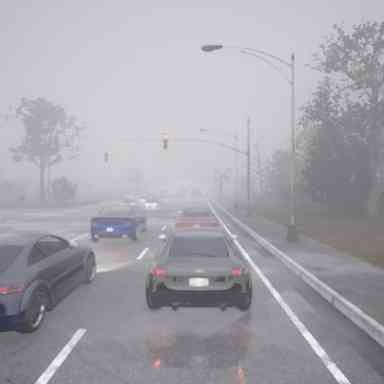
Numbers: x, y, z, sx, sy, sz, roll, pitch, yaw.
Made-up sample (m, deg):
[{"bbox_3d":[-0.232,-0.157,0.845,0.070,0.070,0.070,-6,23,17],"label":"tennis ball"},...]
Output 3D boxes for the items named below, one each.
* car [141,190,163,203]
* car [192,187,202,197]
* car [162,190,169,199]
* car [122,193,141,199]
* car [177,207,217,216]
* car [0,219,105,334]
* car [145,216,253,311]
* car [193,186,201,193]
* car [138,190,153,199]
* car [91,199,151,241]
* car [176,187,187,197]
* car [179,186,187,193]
[{"bbox_3d":[-6.339,0.909,53.302,2.128,1.511,4.902,0,1,1],"label":"car"},{"bbox_3d":[1.085,0.041,73.980,2.097,1.767,4.553,0,4,1],"label":"car"},{"bbox_3d":[-6.009,0.378,68.605,2.097,1.767,4.553,0,3,1],"label":"car"},{"bbox_3d":[-9.841,0.945,53.165,1.812,1.442,4.674,0,1,1],"label":"car"},{"bbox_3d":[0.233,1.387,16.056,1.994,1.385,4.181,0,1,1],"label":"car"},{"bbox_3d":[-3.357,1.490,6.631,1.994,1.385,4.181,0,1,0],"label":"car"},{"bbox_3d":[0.145,1.479,7.657,1.994,1.385,4.181,0,1,1],"label":"car"},{"bbox_3d":[1.253,-0.602,84.012,1.837,1.490,4.892,0,4,1],"label":"car"},{"bbox_3d":[-9.511,0.557,68.427,2.128,1.511,4.902,0,3,1],"label":"car"},{"bbox_3d":[-3.278,1.306,15.617,1.882,1.535,5.008,0,1,-1],"label":"car"},{"bbox_3d":[-2.414,0.236,74.081,1.994,1.385,4.181,0,4,1],"label":"car"},{"bbox_3d":[-2.246,-0.624,84.069,1.882,1.535,5.008,0,4,1],"label":"car"}]
